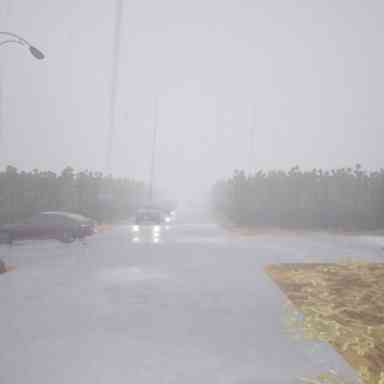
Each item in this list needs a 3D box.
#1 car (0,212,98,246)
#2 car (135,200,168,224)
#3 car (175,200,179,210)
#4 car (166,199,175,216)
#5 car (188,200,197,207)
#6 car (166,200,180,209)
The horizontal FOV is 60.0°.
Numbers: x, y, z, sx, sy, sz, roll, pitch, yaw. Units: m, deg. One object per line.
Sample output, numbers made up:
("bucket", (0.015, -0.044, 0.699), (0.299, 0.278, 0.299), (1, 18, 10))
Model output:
("car", (-6.936, 1.692, 15.913), (4.674, 1.442, 1.812), (-1, -1, 0))
("car", (-3.275, 1.665, 26.477), (1.837, 1.490, 4.892), (0, -1, 2))
("car", (-3.233, 1.765, 45.407), (2.128, 1.511, 4.902), (0, -1, 0))
("car", (-3.231, 1.674, 35.948), (1.882, 1.535, 5.008), (0, 0, 0))
("car", (0.035, 2.397, 69.098), (1.895, 1.301, 4.718), (0, -1, 0))
("car", (-3.214, 2.093, 56.056), (2.033, 1.411, 5.357), (0, -1, 0))
